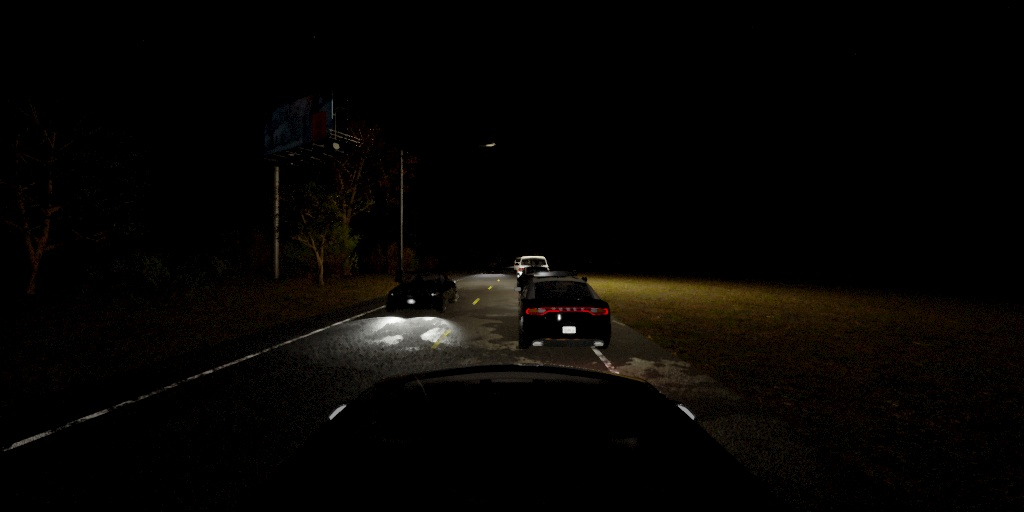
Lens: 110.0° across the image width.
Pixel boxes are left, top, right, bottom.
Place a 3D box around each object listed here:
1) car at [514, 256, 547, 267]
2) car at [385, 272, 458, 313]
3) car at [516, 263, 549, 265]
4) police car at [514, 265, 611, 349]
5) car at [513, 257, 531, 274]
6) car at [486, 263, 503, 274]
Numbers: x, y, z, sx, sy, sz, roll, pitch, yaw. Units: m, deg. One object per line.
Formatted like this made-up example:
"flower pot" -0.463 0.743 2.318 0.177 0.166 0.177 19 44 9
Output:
"car" 1.444 1.044 25.161 2.150 2.045 5.566 0 0 2
"car" -3.347 1.336 13.983 1.994 1.385 4.181 0 0 1
"car" 1.276 1.296 19.152 1.837 1.490 4.892 0 0 1
"police car" 1.099 1.184 9.297 1.930 1.638 5.238 0 0 1
"car" 1.392 1.203 46.506 2.150 2.045 5.566 0 0 4
"car" -2.188 1.573 45.348 1.895 1.301 4.718 0 0 3
